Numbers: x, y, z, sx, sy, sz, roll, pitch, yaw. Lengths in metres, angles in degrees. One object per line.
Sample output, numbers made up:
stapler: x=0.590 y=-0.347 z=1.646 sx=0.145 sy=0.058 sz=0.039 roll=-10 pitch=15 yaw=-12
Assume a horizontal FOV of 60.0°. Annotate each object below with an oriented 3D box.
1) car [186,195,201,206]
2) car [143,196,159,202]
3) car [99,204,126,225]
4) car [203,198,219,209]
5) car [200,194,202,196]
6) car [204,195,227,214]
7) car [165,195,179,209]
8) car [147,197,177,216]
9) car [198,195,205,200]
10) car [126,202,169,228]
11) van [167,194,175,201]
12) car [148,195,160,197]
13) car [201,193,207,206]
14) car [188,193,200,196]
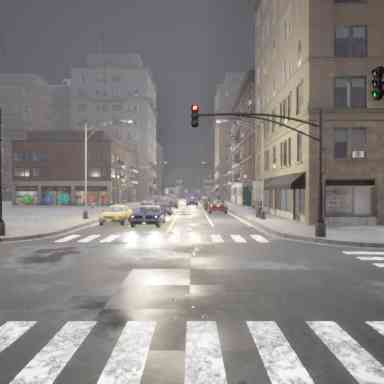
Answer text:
car: x=0.006 y=1.604 z=53.850 sx=1.895 sy=1.301 sz=4.718 roll=0 pitch=0 yaw=0
car: x=-5.383 y=1.553 z=41.021 sx=2.008 sy=1.369 sz=4.403 roll=0 pitch=0 yaw=0
car: x=-5.385 y=1.526 z=23.866 sx=1.752 sy=1.417 sz=4.829 roll=0 pitch=0 yaw=0
car: x=2.643 y=1.568 z=46.682 sx=1.947 sy=1.339 sz=4.313 roll=0 pitch=0 yaw=0
car: x=2.645 y=1.555 z=69.330 sx=2.008 sy=1.369 sz=4.403 roll=0 pitch=0 yaw=0
car: x=2.642 y=1.441 z=35.358 sx=1.967 sy=1.590 sz=4.097 roll=0 pitch=0 yaw=0
car: x=-2.832 y=1.528 z=45.091 sx=1.812 sy=1.442 sz=4.674 roll=0 pitch=0 yaw=0
car: x=-2.850 y=1.549 z=32.885 sx=2.033 sy=1.411 sz=5.357 roll=0 pitch=0 yaw=0
car: x=2.648 y=1.575 z=91.977 sx=1.947 sy=1.339 sz=4.313 roll=0 pitch=0 yaw=0
car: x=-2.880 y=1.601 z=22.557 sx=1.895 sy=1.301 sz=4.718 roll=0 pitch=0 yaw=1
van: x=-5.378 y=1.349 z=86.317 sx=1.690 sy=1.788 sz=3.998 roll=0 pitch=0 yaw=0
car: x=-5.382 y=1.318 z=46.684 sx=2.192 sy=1.841 sz=5.009 roll=0 pitch=0 yaw=0
car: x=2.642 y=1.317 z=41.020 sx=2.192 sy=1.841 sz=5.009 roll=0 pitch=0 yaw=0
car: x=0.007 y=1.226 z=64.152 sx=2.150 sy=2.045 sz=5.566 roll=0 pitch=0 yaw=0
